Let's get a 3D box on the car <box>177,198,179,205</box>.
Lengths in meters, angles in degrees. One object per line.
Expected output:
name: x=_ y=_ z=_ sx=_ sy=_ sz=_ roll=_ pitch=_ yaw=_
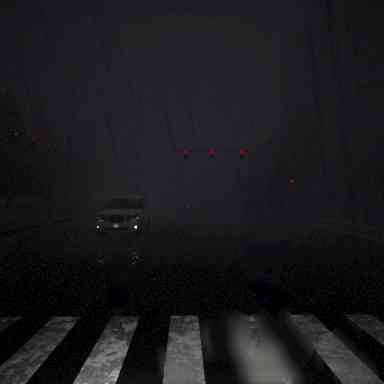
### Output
car: x=-3.252 y=1.526 z=57.349 sx=1.812 sy=1.442 sz=4.674 roll=0 pitch=0 yaw=4

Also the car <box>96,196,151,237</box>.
car: x=-3.583 y=1.237 z=18.439 sx=2.150 sy=2.045 sz=5.566 roll=0 pitch=0 yaw=0

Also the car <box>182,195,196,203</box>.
car: x=-0.620 y=1.500 z=71.046 sx=1.837 sy=1.490 sz=4.892 roll=0 pitch=0 yaw=19

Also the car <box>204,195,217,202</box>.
car: x=4.372 y=1.355 z=73.630 sx=2.097 sy=1.767 sz=4.553 roll=0 pitch=0 yaw=30

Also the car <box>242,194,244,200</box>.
car: x=10.156 y=1.524 z=81.924 sx=1.812 sy=1.442 sz=4.674 roll=0 pitch=0 yaw=44

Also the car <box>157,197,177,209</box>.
car: x=-3.560 y=1.547 z=45.233 sx=2.033 sy=1.411 sz=5.357 roll=0 pitch=0 yaw=0

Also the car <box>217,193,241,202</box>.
car: x=8.117 y=1.225 z=73.206 sx=2.150 sy=2.045 sz=5.566 roll=0 pitch=0 yaw=30

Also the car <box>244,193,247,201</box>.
car: x=14.633 y=1.225 z=81.503 sx=5.566 sy=2.045 sz=2.150 roll=0 pitch=0 yaw=-43
